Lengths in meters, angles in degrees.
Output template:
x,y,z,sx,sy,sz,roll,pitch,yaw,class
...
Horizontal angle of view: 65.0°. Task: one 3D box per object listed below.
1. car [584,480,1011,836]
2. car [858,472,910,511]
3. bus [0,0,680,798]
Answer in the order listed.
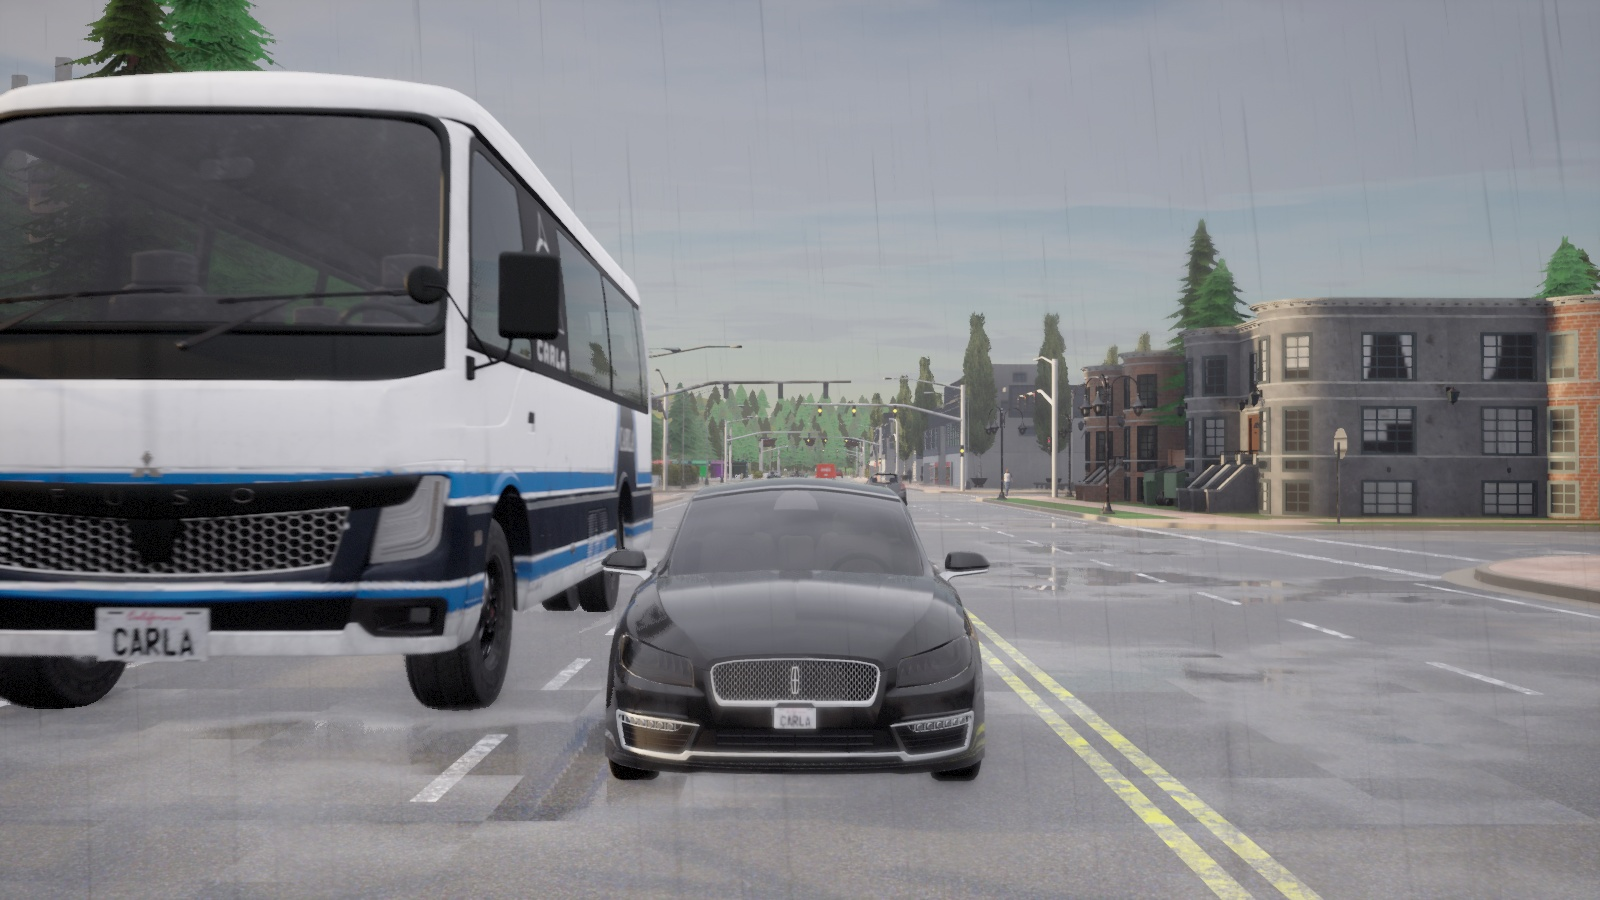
x,y,z,sx,sy,sz,roll,pitch,yaw,class
-0.018,0.951,7.864,1.837,1.490,4.892,0,-1,0,car
3.381,1.669,50.968,1.845,1.501,3.633,0,-1,0,car
-3.532,-0.360,11.235,3.944,4.253,10.273,0,-1,0,bus
